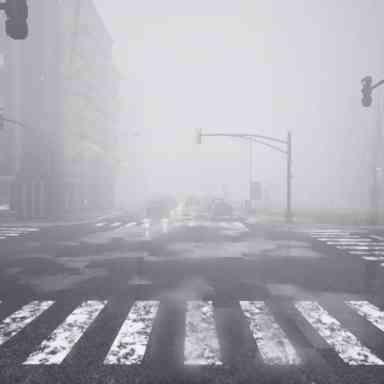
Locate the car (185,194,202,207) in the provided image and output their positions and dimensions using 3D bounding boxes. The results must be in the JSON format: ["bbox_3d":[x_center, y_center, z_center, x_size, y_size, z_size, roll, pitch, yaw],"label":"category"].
[{"bbox_3d":[0.112,1.303,48.769,2.097,1.767,4.553,0,0,0],"label":"car"}]

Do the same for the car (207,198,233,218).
[{"bbox_3d":[2.654,1.522,30.009,1.887,1.381,4.507,-1,0,0],"label":"car"}]

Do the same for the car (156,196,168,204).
[{"bbox_3d":[-5.685,1.470,63.852,1.887,1.381,4.507,-1,0,0],"label":"car"}]

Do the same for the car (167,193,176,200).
[{"bbox_3d":[-5.681,1.173,92.085,2.192,1.841,5.009,-1,0,0],"label":"car"}]

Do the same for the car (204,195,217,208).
[{"bbox_3d":[2.654,1.410,35.654,1.967,1.590,4.097,-1,0,0],"label":"car"}]

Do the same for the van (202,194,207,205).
[{"bbox_3d":[2.655,1.295,46.946,1.690,1.788,3.998,-1,0,0],"label":"van"}]

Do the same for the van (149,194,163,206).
[{"bbox_3d":[-5.691,1.287,52.561,1.690,1.788,3.998,-1,0,0],"label":"van"}]

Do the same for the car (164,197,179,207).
[{"bbox_3d":[-3.066,1.513,50.517,1.994,1.385,4.181,0,0,0],"label":"car"}]

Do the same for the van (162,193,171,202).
[{"bbox_3d":[-5.685,1.242,75.146,1.690,1.788,3.998,-1,0,0],"label":"van"}]

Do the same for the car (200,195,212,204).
[{"bbox_3d":[2.661,1.365,63.883,1.967,1.590,4.097,-1,0,0],"label":"car"}]

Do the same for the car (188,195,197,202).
[{"bbox_3d":[0.036,1.411,71.114,1.837,1.490,4.892,0,0,0],"label":"car"}]

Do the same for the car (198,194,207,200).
[{"bbox_3d":[2.703,1.313,86.467,1.967,1.590,4.097,-1,0,0],"label":"car"}]

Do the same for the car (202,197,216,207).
[{"bbox_3d":[2.659,1.490,52.592,1.887,1.381,4.507,-1,0,0],"label":"car"}]

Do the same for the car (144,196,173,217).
[{"bbox_3d":[-3.087,1.453,31.238,1.882,1.535,5.008,0,0,0],"label":"car"}]

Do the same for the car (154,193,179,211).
[{"bbox_3d":[-3.080,1.315,40.552,2.097,1.767,4.553,0,0,0],"label":"car"}]

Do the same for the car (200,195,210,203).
[{"bbox_3d":[2.668,1.353,69.529,1.967,1.590,4.097,-1,0,0],"label":"car"}]
